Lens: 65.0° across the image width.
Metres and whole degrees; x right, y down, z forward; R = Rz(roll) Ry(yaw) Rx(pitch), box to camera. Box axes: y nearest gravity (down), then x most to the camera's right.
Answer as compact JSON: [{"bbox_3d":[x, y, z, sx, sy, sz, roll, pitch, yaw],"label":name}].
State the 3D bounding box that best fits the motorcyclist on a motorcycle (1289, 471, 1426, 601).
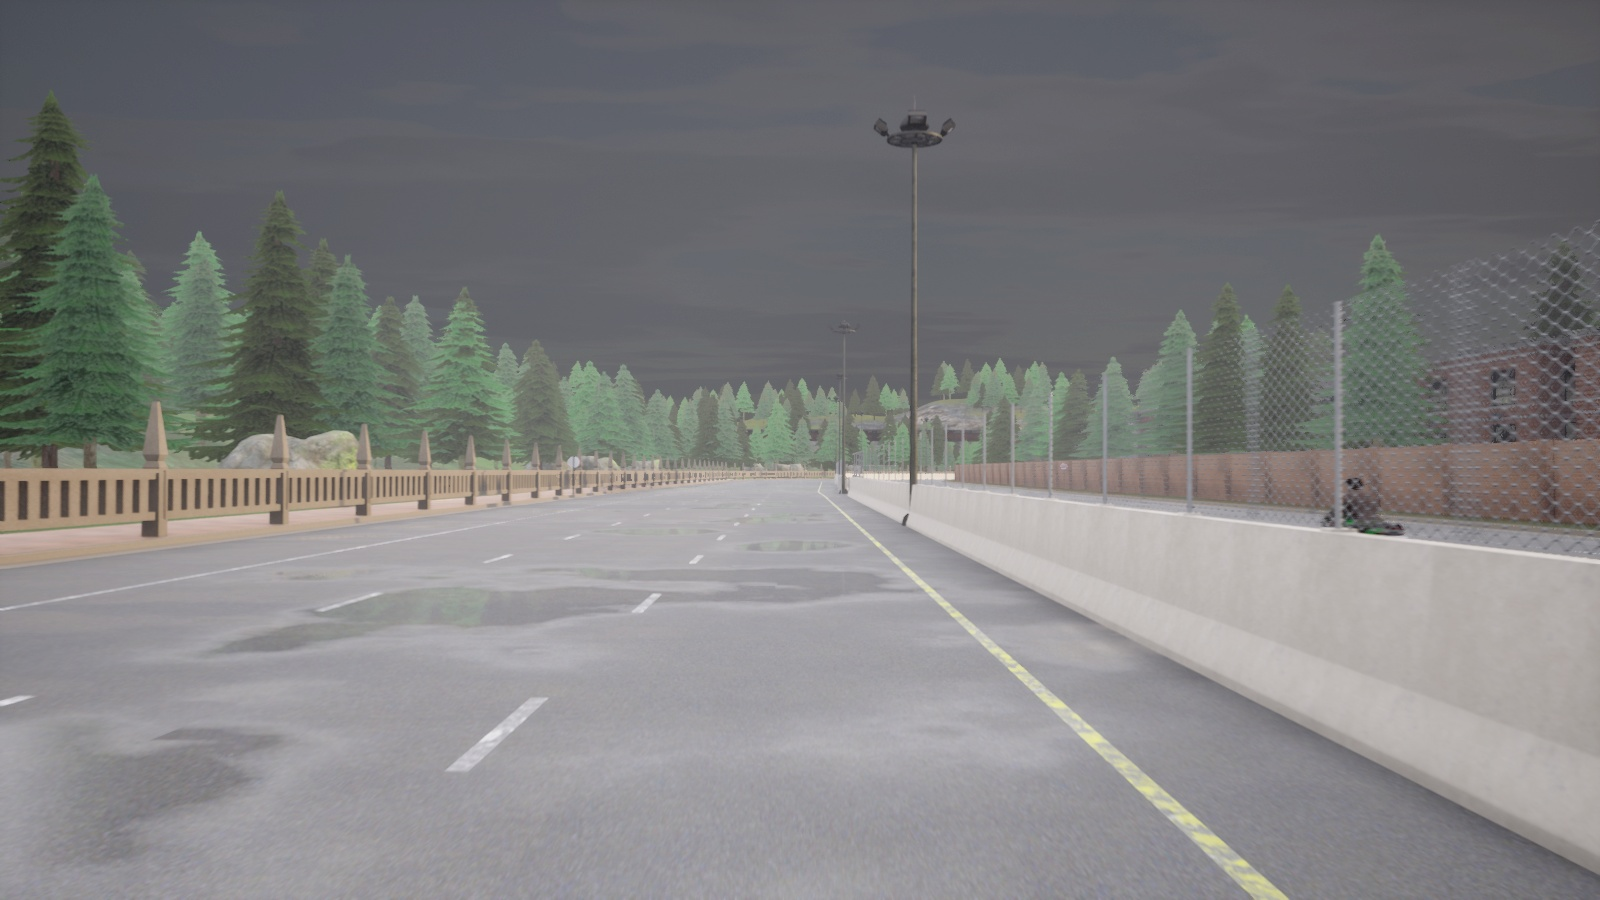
[{"bbox_3d":[6.958,1.033,15.796,0.797,1.523,2.044,0,-1,0],"label":"motorcyclist on a motorcycle"}]
